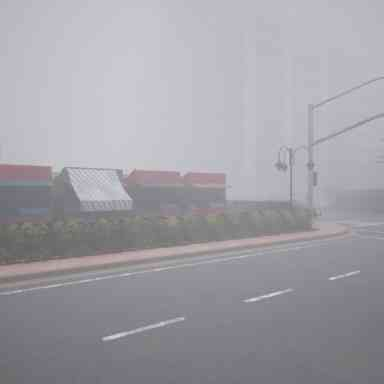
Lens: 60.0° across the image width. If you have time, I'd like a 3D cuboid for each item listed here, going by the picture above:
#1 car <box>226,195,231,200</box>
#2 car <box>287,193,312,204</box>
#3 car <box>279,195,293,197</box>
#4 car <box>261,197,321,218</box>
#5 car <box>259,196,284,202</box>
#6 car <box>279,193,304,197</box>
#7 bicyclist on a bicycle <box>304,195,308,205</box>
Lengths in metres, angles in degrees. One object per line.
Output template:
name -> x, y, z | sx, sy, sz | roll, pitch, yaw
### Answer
car -> 2.755, 1.166, 36.235 | 2.150, 2.045, 5.566 | 0, 0, -36
car -> 19.031, 1.114, 59.142 | 1.905, 1.878, 3.866 | 0, 0, -36
car -> 10.425, 1.449, 43.860 | 1.837, 1.490, 4.892 | 0, 0, -36
car -> 8.538, 1.436, 28.249 | 2.128, 1.511, 4.902 | 0, 0, -36
car -> 8.701, 1.470, 33.998 | 1.812, 1.442, 4.674 | 0, 0, -36
car -> 16.640, 1.114, 57.430 | 1.905, 1.878, 3.866 | 0, 0, -36
bicyclist on a bicycle -> 15.563, 1.246, 44.947 | 1.656, 1.620, 0.582 | 0, 0, -36
